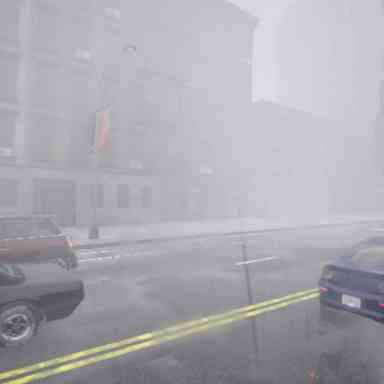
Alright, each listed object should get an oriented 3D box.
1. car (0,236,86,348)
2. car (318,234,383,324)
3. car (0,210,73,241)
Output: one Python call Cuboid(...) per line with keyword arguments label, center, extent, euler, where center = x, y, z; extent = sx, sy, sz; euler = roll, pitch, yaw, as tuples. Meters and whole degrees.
Cuboid(label="car", center=(-4.138, 1.598, 4.724), extent=(4.718, 1.301, 1.895), euler=(0, 0, -36))
Cuboid(label="car", center=(4.380, 1.564, 6.570), extent=(4.674, 1.442, 1.812), euler=(0, 0, -35))
Cuboid(label="car", center=(-5.219, 1.354, 7.946), extent=(4.553, 1.767, 2.097), euler=(0, 0, -36))
